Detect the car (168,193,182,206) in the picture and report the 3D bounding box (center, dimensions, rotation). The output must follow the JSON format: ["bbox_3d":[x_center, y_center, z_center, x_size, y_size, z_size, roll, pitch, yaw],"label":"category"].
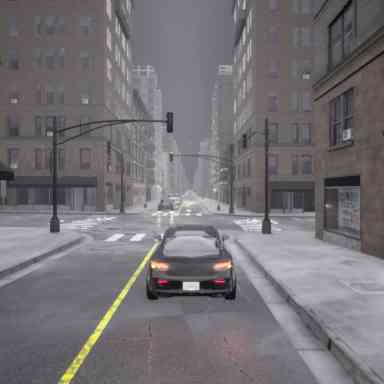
[{"bbox_3d":[-3.194,1.293,56.761,2.150,2.045,5.566,0,1,1],"label":"car"}]

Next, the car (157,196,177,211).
[{"bbox_3d":[-3.198,1.553,41.060,1.837,1.490,4.892,0,0,-1],"label":"car"}]

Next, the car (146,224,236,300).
[{"bbox_3d":[-0.012,1.527,8.280,1.812,1.442,4.674,0,0,0],"label":"car"}]

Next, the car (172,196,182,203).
[{"bbox_3d":[-3.157,1.634,71.781,2.033,1.411,5.357,0,0,0],"label":"car"}]
